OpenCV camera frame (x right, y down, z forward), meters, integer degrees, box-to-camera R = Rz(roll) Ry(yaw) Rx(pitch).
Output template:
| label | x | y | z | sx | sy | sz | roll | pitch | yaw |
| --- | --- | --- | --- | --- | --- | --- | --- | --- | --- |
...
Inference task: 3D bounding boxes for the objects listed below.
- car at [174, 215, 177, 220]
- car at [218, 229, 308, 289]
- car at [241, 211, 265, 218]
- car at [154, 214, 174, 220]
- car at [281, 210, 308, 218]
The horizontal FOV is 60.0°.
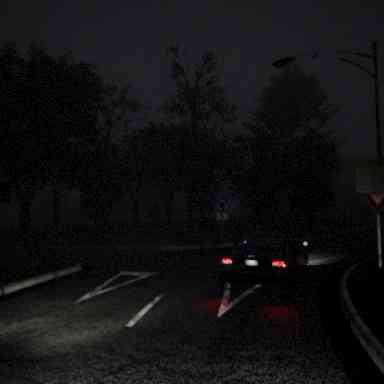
| label | x | y | z | sx | sy | sz | roll | pitch | yaw |
| --- | --- | --- | --- | --- | --- | --- | --- | --- | --- |
| car | -7.931 | 7.154 | 93.914 | 5.566 | 2.045 | 2.435 | 1 | -5 | -13 |
| car | 2.346 | 1.831 | 9.982 | 2.033 | 1.411 | 5.357 | -2 | -4 | 23 |
| car | 11.890 | 4.502 | 65.025 | 4.892 | 1.490 | 1.837 | -3 | -6 | 35 |
| car | -8.249 | 7.138 | 90.960 | 4.892 | 1.521 | 2.231 | 1 | -5 | -14 |
| car | 17.077 | 3.745 | 55.505 | 1.837 | 1.490 | 4.892 | 4 | -6 | -31 |
